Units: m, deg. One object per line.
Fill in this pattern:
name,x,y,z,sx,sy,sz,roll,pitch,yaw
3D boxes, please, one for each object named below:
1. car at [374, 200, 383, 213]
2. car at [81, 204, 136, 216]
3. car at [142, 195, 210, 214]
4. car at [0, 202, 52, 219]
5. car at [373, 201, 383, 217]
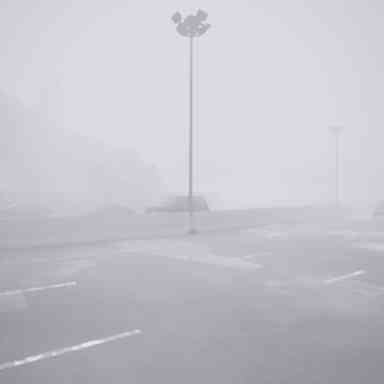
car,24.134,1.800,41.707,2.033,1.411,5.357,0,0,25
car,-6.355,1.616,25.588,4.181,1.385,1.994,0,0,-39
car,-1.080,1.292,25.404,5.566,2.045,2.150,-1,1,-42
car,-14.391,1.548,28.206,4.674,1.442,1.812,0,0,-37
car,19.006,1.746,32.709,2.033,1.411,5.357,0,0,33
